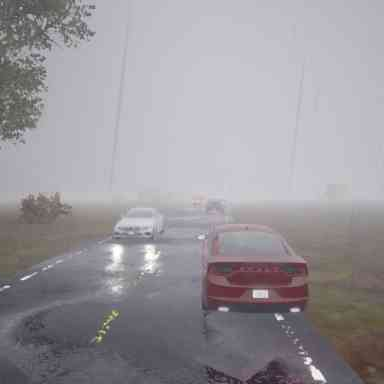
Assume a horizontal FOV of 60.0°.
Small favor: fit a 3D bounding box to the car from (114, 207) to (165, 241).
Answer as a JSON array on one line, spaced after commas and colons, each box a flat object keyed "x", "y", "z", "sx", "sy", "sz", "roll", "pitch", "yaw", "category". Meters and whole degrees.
[{"x": -2.506, "y": 1.523, "z": 16.842, "sx": 1.812, "sy": 1.442, "sz": 4.674, "roll": 0, "pitch": 0, "yaw": 4, "category": "car"}]

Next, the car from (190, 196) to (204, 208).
[{"x": 1.080, "y": 1.331, "z": 46.963, "sx": 2.097, "sy": 1.767, "sz": 4.553, "roll": 0, "pitch": 0, "yaw": 10, "category": "car"}]

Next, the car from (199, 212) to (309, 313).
[{"x": 1.171, "y": 1.478, "z": 7.792, "sx": 1.882, "sy": 1.535, "sz": 5.008, "roll": 0, "pitch": 0, "yaw": 2, "category": "car"}]

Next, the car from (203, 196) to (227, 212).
[{"x": 2.584, "y": 1.492, "z": 36.615, "sx": 1.837, "sy": 1.490, "sz": 4.892, "roll": 0, "pitch": 0, "yaw": 8, "category": "car"}]
